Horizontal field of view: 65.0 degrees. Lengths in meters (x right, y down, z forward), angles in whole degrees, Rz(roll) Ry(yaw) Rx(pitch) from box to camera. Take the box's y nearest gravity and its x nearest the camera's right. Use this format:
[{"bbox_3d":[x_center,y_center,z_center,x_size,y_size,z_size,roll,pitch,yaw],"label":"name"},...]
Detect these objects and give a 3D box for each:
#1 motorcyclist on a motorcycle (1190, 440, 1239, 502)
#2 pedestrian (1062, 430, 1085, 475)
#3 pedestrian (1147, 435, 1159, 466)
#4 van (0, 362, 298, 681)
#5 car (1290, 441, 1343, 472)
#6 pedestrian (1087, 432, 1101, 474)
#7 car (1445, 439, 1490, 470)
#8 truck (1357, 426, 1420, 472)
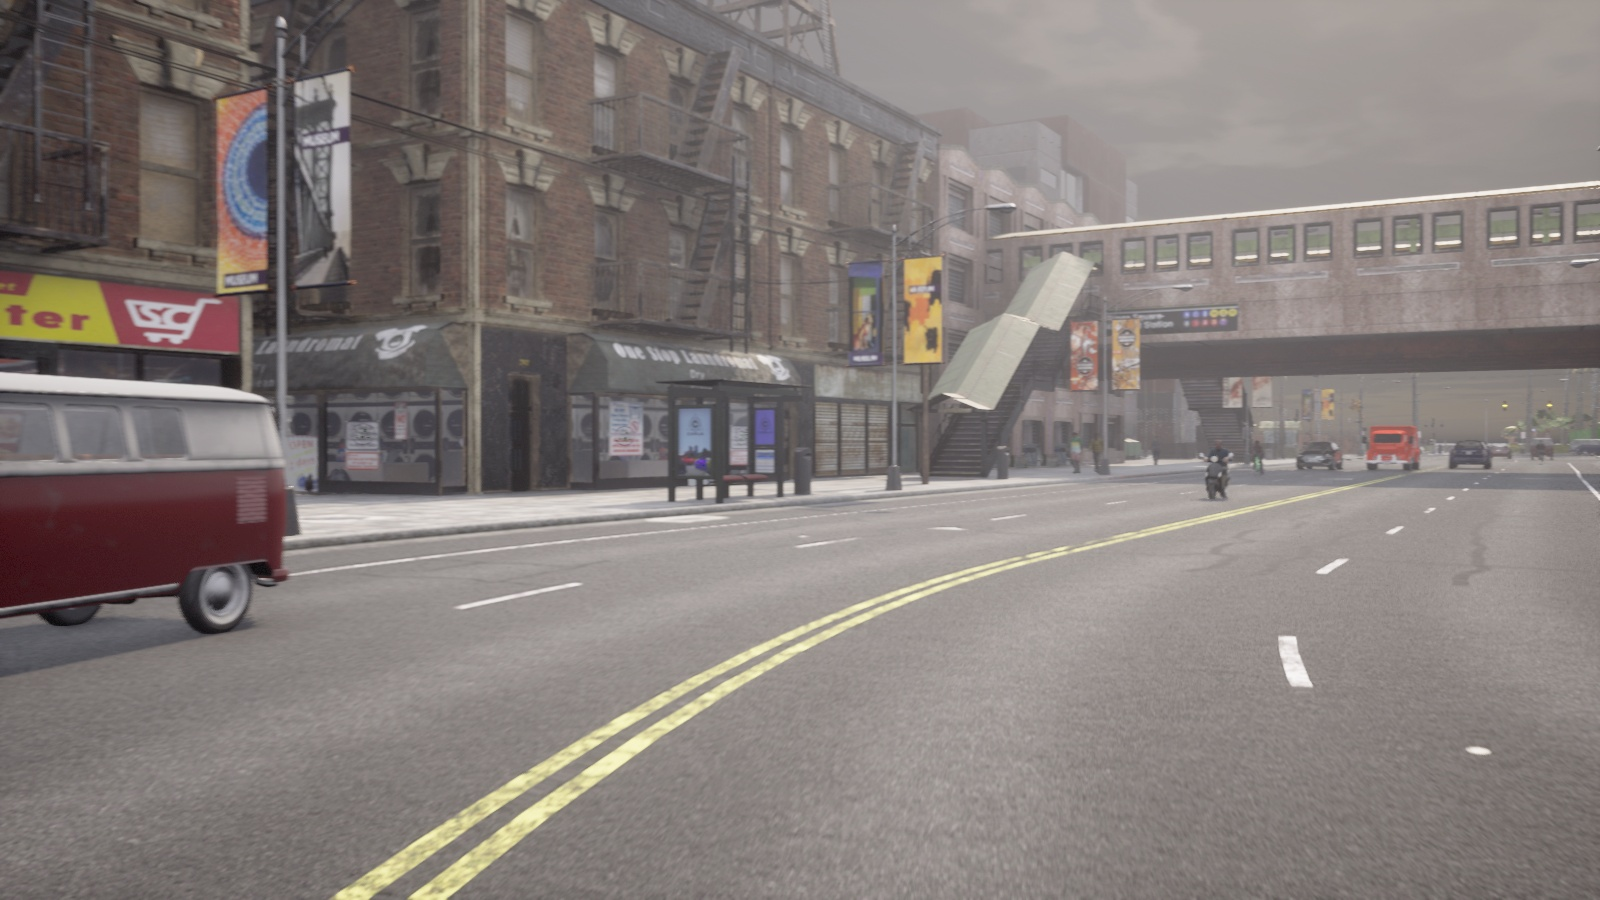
[{"bbox_3d":[10.967,0.534,33.173,0.866,1.590,1.817,0,0,31],"label":"motorcyclist on a motorcycle"},{"bbox_3d":[11.969,0.116,54.912,0.659,1.952,0.873,0,0,39],"label":"pedestrian"},{"bbox_3d":[21.053,0.021,74.856,0.540,1.848,0.694,0,0,26],"label":"pedestrian"},{"bbox_3d":[-5.671,0.439,8.612,1.775,1.987,4.442,0,0,16],"label":"van"},{"bbox_3d":[28.915,0.337,70.184,2.033,1.649,4.856,0,0,31],"label":"car"},{"bbox_3d":[12.799,0.119,54.724,0.431,1.840,0.709,0,0,28],"label":"pedestrian"},{"bbox_3d":[39.529,0.263,74.321,2.097,1.767,4.553,0,0,31],"label":"car"},{"bbox_3d":[32.624,-0.069,69.554,2.627,2.467,5.204,0,0,31],"label":"truck"}]
